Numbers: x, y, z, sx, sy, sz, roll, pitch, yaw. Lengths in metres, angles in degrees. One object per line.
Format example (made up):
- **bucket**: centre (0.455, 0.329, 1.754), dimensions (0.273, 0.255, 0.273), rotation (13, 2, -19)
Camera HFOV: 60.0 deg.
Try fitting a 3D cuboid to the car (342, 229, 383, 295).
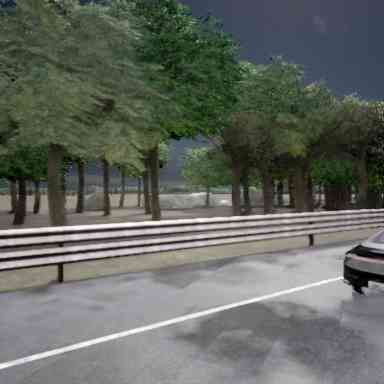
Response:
- **car**: centre (5.350, 1.487, 7.389), dimensions (4.902, 1.511, 2.128), rotation (0, 0, -34)
